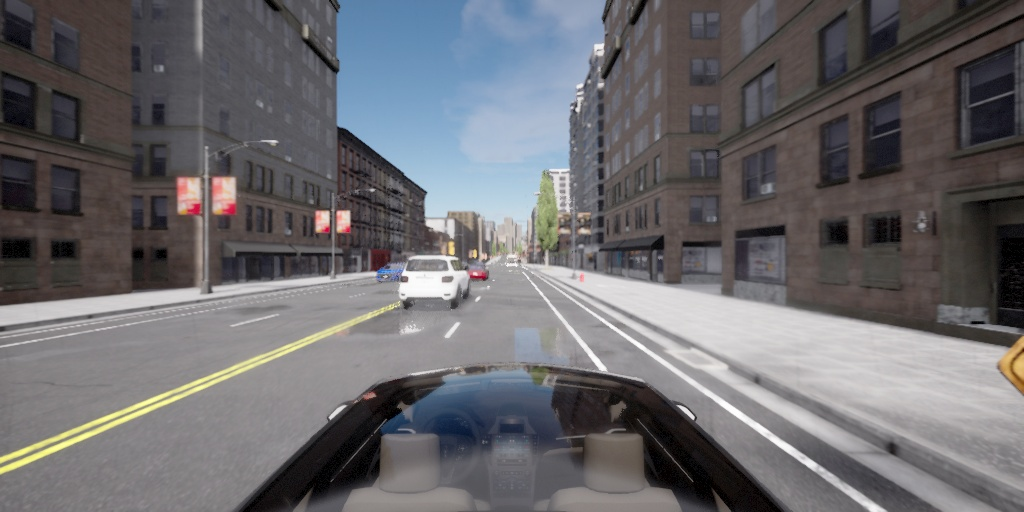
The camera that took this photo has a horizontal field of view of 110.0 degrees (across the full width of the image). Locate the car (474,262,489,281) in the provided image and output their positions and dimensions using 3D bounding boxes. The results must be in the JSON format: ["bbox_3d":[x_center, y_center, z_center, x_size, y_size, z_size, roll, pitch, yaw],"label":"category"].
[{"bbox_3d":[-3.158,1.478,32.652,1.994,1.385,4.181,0,0,0],"label":"car"}]

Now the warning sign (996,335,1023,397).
[{"bbox_3d":[3.225,0.867,1.944,1.300,1.860,1.060,0,0,0],"label":"warning sign"}]

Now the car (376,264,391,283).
[{"bbox_3d":[-9.853,1.375,30.362,1.882,1.535,5.008,0,0,0],"label":"car"}]

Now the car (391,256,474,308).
[{"bbox_3d":[-3.155,1.029,15.644,2.150,2.045,5.566,0,0,0],"label":"car"}]
